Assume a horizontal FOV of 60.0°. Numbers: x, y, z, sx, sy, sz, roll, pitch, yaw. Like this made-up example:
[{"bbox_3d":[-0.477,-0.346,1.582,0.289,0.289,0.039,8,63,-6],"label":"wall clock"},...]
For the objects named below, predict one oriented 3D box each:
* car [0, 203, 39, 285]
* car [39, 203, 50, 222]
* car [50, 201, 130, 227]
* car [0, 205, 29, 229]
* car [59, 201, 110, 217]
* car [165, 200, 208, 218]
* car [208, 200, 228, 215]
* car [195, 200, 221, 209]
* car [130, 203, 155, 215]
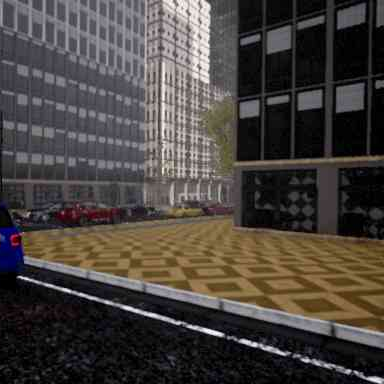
[{"bbox_3d":[-6.418,1.234,8.262,5.566,2.045,2.150,0,0,35],"label":"car"},{"bbox_3d":[-11.764,1.660,28.747,2.128,1.511,4.902,1,0,36],"label":"car"},{"bbox_3d":[-7.482,1.560,24.812,2.192,1.841,5.009,0,0,37],"label":"car"},{"bbox_3d":[-13.171,1.663,21.316,1.837,1.490,4.892,-3,-1,23],"label":"car"},{"bbox_3d":[-10.970,1.699,34.190,1.752,1.417,4.829,0,0,37],"label":"car"},{"bbox_3d":[-0.674,1.871,34.016,1.752,1.417,4.829,0,0,37],"label":"car"},{"bbox_3d":[2.579,1.975,38.414,1.802,1.307,4.206,0,0,37],"label":"car"},{"bbox_3d":[2.545,1.935,52.457,1.947,1.339,4.313,0,0,37],"label":"car"},{"bbox_3d":[-6.302,1.849,36.133,1.895,1.301,4.718,1,0,36],"label":"car"}]
